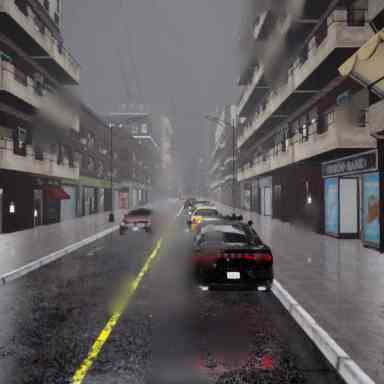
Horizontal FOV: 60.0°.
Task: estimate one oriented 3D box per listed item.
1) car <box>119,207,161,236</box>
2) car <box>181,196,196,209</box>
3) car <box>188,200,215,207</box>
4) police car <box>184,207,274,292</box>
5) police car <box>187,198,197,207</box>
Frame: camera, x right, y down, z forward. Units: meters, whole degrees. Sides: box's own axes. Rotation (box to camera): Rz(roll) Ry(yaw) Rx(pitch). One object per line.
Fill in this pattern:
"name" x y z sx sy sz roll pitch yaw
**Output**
"car" -2.776 1.561 18.649 1.812 1.442 4.674 0 0 0
"car" -0.043 1.504 47.585 2.097 1.767 4.553 0 0 0
"car" 0.798 1.494 19.207 1.801 1.575 5.366 0 0 0
"police car" 0.813 1.437 9.125 1.930 1.638 5.238 0 0 0
"police car" 0.789 1.485 25.127 1.930 1.638 5.238 0 0 0
